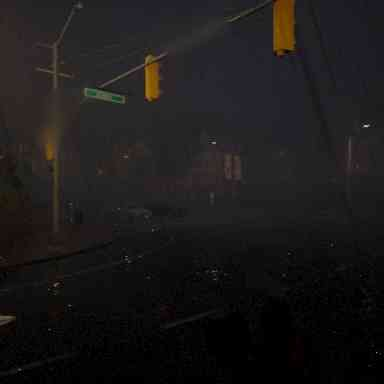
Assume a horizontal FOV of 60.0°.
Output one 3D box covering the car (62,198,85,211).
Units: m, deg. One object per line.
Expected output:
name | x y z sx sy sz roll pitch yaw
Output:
car | -15.973 1.564 43.966 2.097 1.767 4.553 0 0 -43

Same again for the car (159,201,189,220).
car | -2.400 1.555 29.341 1.882 1.535 5.008 0 0 -43

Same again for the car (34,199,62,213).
car | -18.234 1.789 41.256 1.994 1.385 4.181 0 0 -43

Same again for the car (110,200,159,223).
car | -5.021 1.619 27.002 1.812 1.442 4.674 0 0 -42
